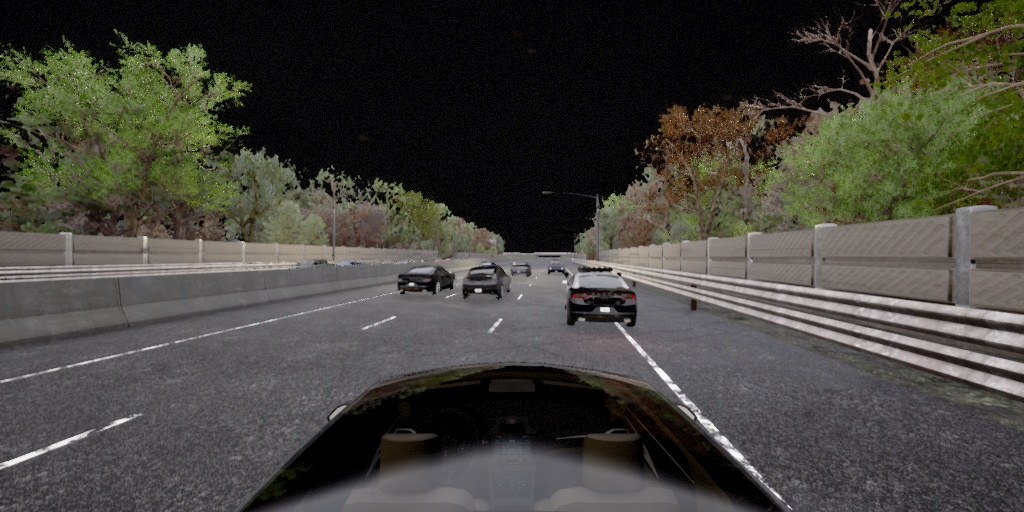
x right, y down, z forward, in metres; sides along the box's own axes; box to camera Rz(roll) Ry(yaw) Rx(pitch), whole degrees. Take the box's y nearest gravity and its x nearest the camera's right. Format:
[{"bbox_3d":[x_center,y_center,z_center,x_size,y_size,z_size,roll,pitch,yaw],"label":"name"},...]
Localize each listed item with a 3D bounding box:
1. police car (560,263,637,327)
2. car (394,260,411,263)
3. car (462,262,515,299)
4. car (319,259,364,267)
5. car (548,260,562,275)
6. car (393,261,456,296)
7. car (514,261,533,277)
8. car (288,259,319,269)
[{"bbox_3d":[2.704,1.179,11.786,1.930,1.638,5.238,0,0,7],"label":"police car"},{"bbox_3d":[-12.668,1.245,41.420,1.882,1.535,5.008,0,0,7],"label":"car"},{"bbox_3d":[-1.180,1.261,18.185,1.837,1.490,4.892,0,0,7],"label":"car"},{"bbox_3d":[-16.817,1.241,36.271,1.882,1.535,5.008,0,0,7],"label":"car"},{"bbox_3d":[4.995,1.372,40.255,1.895,1.301,4.718,0,0,7],"label":"car"},{"bbox_3d":[-4.522,1.234,19.703,1.882,1.535,5.008,0,0,7],"label":"car"},{"bbox_3d":[0.940,1.257,35.677,2.128,1.511,4.902,0,0,7],"label":"car"},{"bbox_3d":[-20.349,1.115,36.222,2.097,1.767,4.553,0,0,7],"label":"car"}]
